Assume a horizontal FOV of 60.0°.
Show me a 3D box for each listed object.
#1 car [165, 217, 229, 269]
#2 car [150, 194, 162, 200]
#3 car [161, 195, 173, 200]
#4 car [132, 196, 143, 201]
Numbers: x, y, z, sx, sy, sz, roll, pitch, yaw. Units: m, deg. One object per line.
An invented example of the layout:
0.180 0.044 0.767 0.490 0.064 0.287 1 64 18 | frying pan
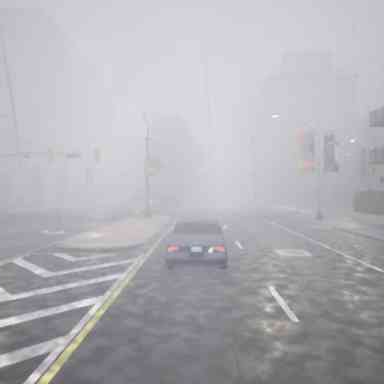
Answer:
0.190 1.534 11.138 2.033 1.411 5.357 0 0 2 | car
-9.609 1.492 86.254 1.895 1.301 4.718 0 0 1 | car
-6.109 1.448 86.207 1.994 1.385 4.181 0 0 1 | car
-13.030 1.501 78.832 1.895 1.301 4.718 0 0 1 | car
